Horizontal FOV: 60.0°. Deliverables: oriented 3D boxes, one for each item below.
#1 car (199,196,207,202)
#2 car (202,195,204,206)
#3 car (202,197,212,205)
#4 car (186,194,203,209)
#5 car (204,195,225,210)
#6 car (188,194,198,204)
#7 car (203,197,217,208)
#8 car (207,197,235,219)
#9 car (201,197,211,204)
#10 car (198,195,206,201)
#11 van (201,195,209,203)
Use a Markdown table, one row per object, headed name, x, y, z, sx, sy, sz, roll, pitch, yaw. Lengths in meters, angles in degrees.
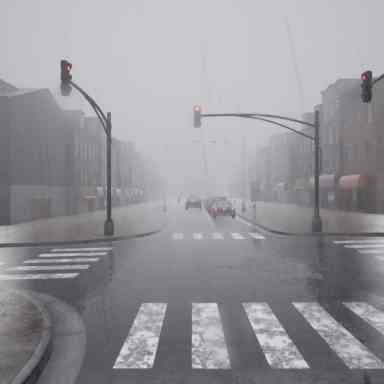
| name | x | y | z | sx | sy | sz | roll | pitch | yaw |
| --- | --- | --- | --- | --- | --- | --- | --- | --- | --- |
| car | 2.811 | 1.801 | 83.644 | 1.802 | 1.307 | 4.206 | -1 | 0 | 0 |
| car | 2.715 | 1.374 | 40.426 | 2.192 | 1.841 | 5.009 | -1 | 0 | 0 |
| car | 2.764 | 1.654 | 62.205 | 1.752 | 1.417 | 4.829 | -1 | 0 | 0 |
| car | 0.202 | 1.429 | 46.983 | 2.097 | 1.767 | 4.553 | 0 | 0 | 0 |
| car | 2.704 | 1.360 | 35.024 | 2.192 | 1.841 | 5.009 | -1 | 0 | 0 |
| car | 0.238 | 1.374 | 68.112 | 2.150 | 2.045 | 5.566 | 0 | 0 | 1 |
| car | 2.740 | 1.531 | 51.231 | 1.967 | 1.590 | 4.097 | -1 | 0 | 0 |
| car | 2.693 | 1.473 | 29.621 | 1.967 | 1.590 | 4.097 | -1 | 0 | 0 |
| car | 2.776 | 1.675 | 67.607 | 1.752 | 1.417 | 4.829 | -1 | 0 | 0 |
| car | 2.833 | 1.712 | 94.450 | 1.967 | 1.590 | 4.097 | -1 | 0 | 0 |
| van | 2.785 | 1.512 | 72.841 | 1.690 | 1.788 | 3.998 | -1 | 0 | 0 |
